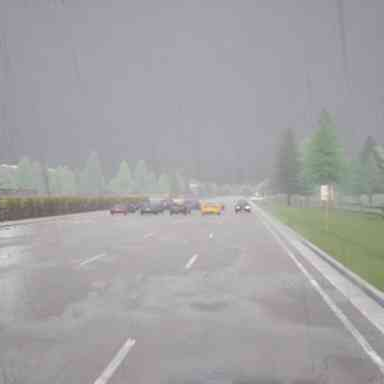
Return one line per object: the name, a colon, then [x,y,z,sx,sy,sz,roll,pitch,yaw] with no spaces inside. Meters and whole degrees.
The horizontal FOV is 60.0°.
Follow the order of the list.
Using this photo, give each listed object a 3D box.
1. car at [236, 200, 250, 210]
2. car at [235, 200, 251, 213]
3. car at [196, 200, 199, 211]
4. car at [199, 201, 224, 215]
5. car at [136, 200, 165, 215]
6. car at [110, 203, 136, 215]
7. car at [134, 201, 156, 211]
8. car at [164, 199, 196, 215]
car: [7.922,1.977,52.078,2.033,1.411,5.357,0,-1,8]
car: [6.490,1.950,42.445,1.895,1.301,4.718,0,-1,8]
car: [0.207,1.919,48.392,2.128,1.511,4.902,0,0,9]
car: [2.346,1.810,38.633,1.882,1.535,5.008,0,0,9]
car: [-4.657,1.927,39.111,1.994,1.385,4.181,0,-1,9]
car: [-8.140,1.944,39.520,1.994,1.385,4.181,0,0,9]
car: [-6.851,2.056,48.572,1.895,1.301,4.718,0,0,9]
car: [-1.281,1.833,38.078,2.128,1.511,4.902,0,0,9]
